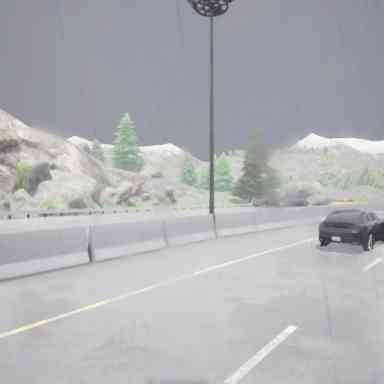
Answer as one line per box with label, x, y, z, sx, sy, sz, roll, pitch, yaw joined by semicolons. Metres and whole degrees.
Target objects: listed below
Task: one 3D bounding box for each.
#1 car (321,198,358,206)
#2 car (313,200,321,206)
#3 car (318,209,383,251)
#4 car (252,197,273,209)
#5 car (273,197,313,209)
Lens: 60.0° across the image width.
car;17.477;1.467;38.681;5.008;1.535;1.882;0;0;-38
car;17.767;1.538;43.351;5.357;1.411;2.033;0;0;-37
car;7.042;1.501;14.305;1.837;1.490;4.892;0;0;42
car;10.511;1.502;46.550;4.892;1.490;1.837;1;-1;-38
car;13.556;1.485;44.492;4.902;1.511;2.128;0;0;-38
